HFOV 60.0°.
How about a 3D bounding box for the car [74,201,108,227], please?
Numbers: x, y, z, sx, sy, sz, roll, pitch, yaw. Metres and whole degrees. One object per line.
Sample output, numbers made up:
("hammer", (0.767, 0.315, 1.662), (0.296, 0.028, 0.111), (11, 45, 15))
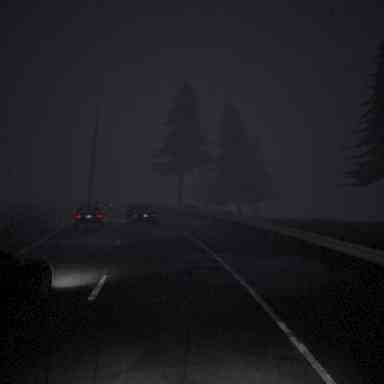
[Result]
("car", (-7.178, 1.575, 23.085), (2.033, 1.411, 5.357), (0, 0, -17))

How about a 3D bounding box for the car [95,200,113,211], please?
("car", (-11.372, 1.644, 41.281), (1.895, 1.301, 4.718), (0, 0, -29))

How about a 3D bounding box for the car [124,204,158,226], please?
("car", (-3.695, 1.563, 23.597), (2.033, 1.411, 5.357), (0, 0, -17))

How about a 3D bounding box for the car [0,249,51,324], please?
("car", (-3.823, 1.539, 5.240), (1.812, 1.442, 4.674), (0, 0, -4))
